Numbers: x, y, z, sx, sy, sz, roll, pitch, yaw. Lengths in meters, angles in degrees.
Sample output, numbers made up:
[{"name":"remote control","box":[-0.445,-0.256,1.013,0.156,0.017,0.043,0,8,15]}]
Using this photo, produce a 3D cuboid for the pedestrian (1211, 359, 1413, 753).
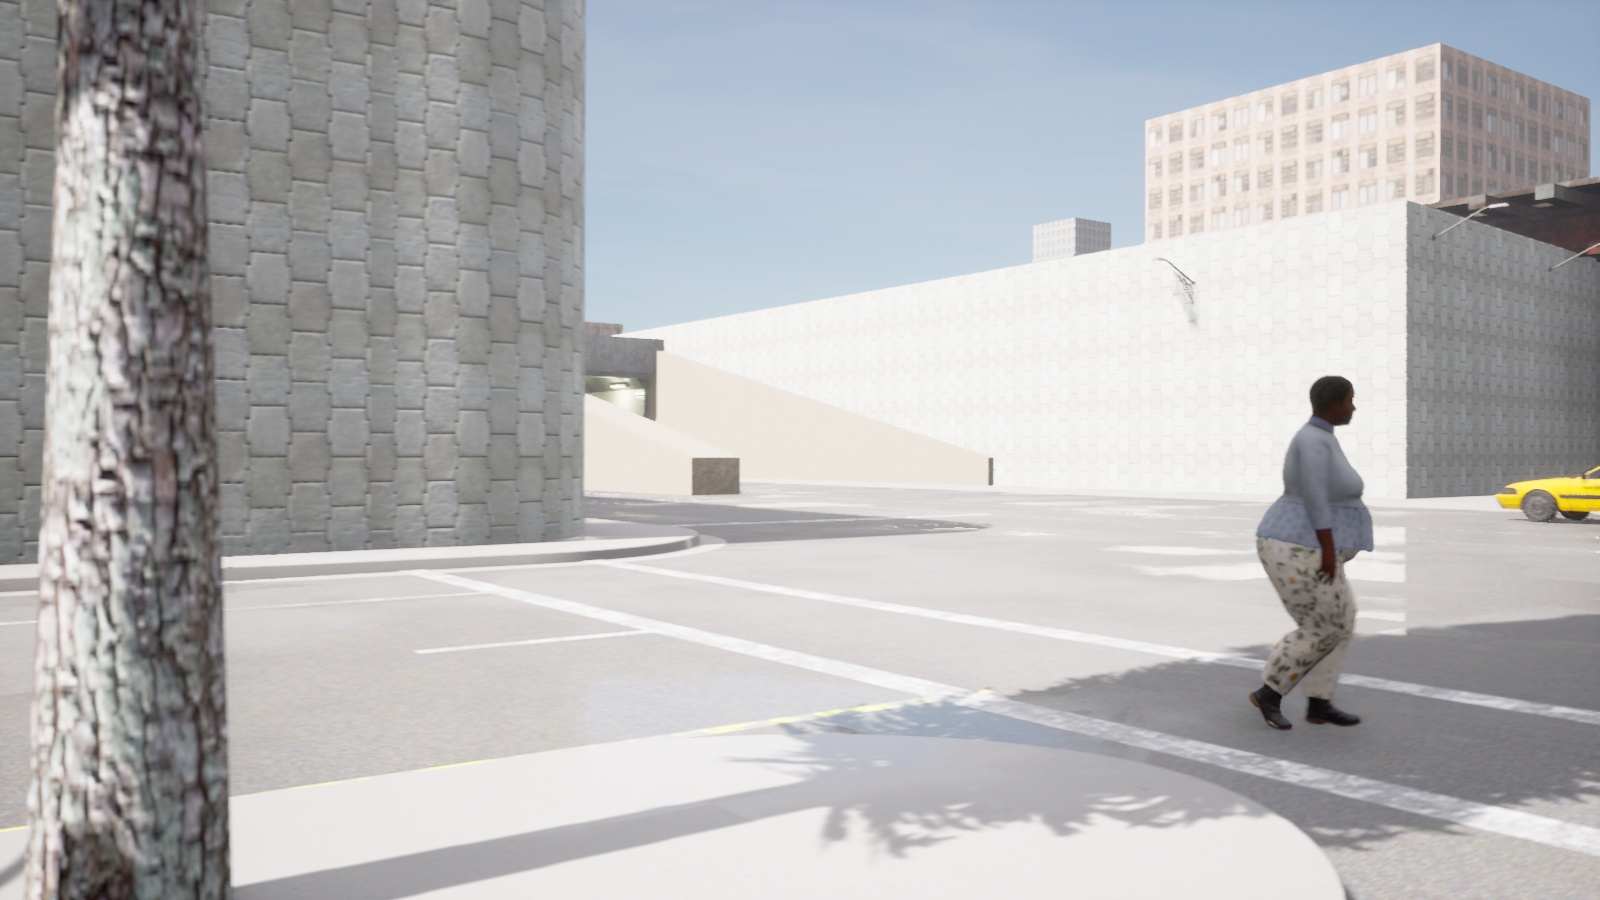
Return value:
[{"name":"pedestrian","box":[2.615,0.500,6.473,0.900,1.855,0.874,0,0,21]}]

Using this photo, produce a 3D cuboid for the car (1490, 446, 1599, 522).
[{"name":"car","box":[17.748,0.711,26.492,1.801,1.575,5.366,0,0,-34]}]
